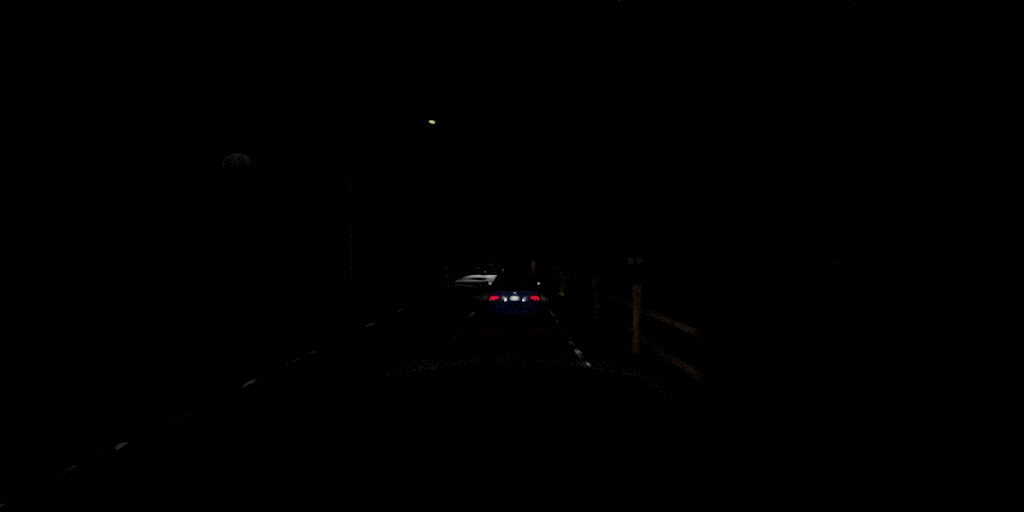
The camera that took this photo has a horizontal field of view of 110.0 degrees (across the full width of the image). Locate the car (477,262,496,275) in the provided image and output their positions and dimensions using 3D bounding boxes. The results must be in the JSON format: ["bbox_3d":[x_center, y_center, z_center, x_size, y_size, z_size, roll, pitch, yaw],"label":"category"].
[{"bbox_3d":[-2.845,1.378,40.175,1.895,1.301,4.718,0,0,0],"label":"car"}]

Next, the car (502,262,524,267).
[{"bbox_3d":[0.093,1.263,33.568,2.128,1.511,4.902,0,0,0],"label":"car"}]

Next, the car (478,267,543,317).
[{"bbox_3d":[0.086,1.304,13.151,2.033,1.411,5.357,0,0,0],"label":"car"}]
